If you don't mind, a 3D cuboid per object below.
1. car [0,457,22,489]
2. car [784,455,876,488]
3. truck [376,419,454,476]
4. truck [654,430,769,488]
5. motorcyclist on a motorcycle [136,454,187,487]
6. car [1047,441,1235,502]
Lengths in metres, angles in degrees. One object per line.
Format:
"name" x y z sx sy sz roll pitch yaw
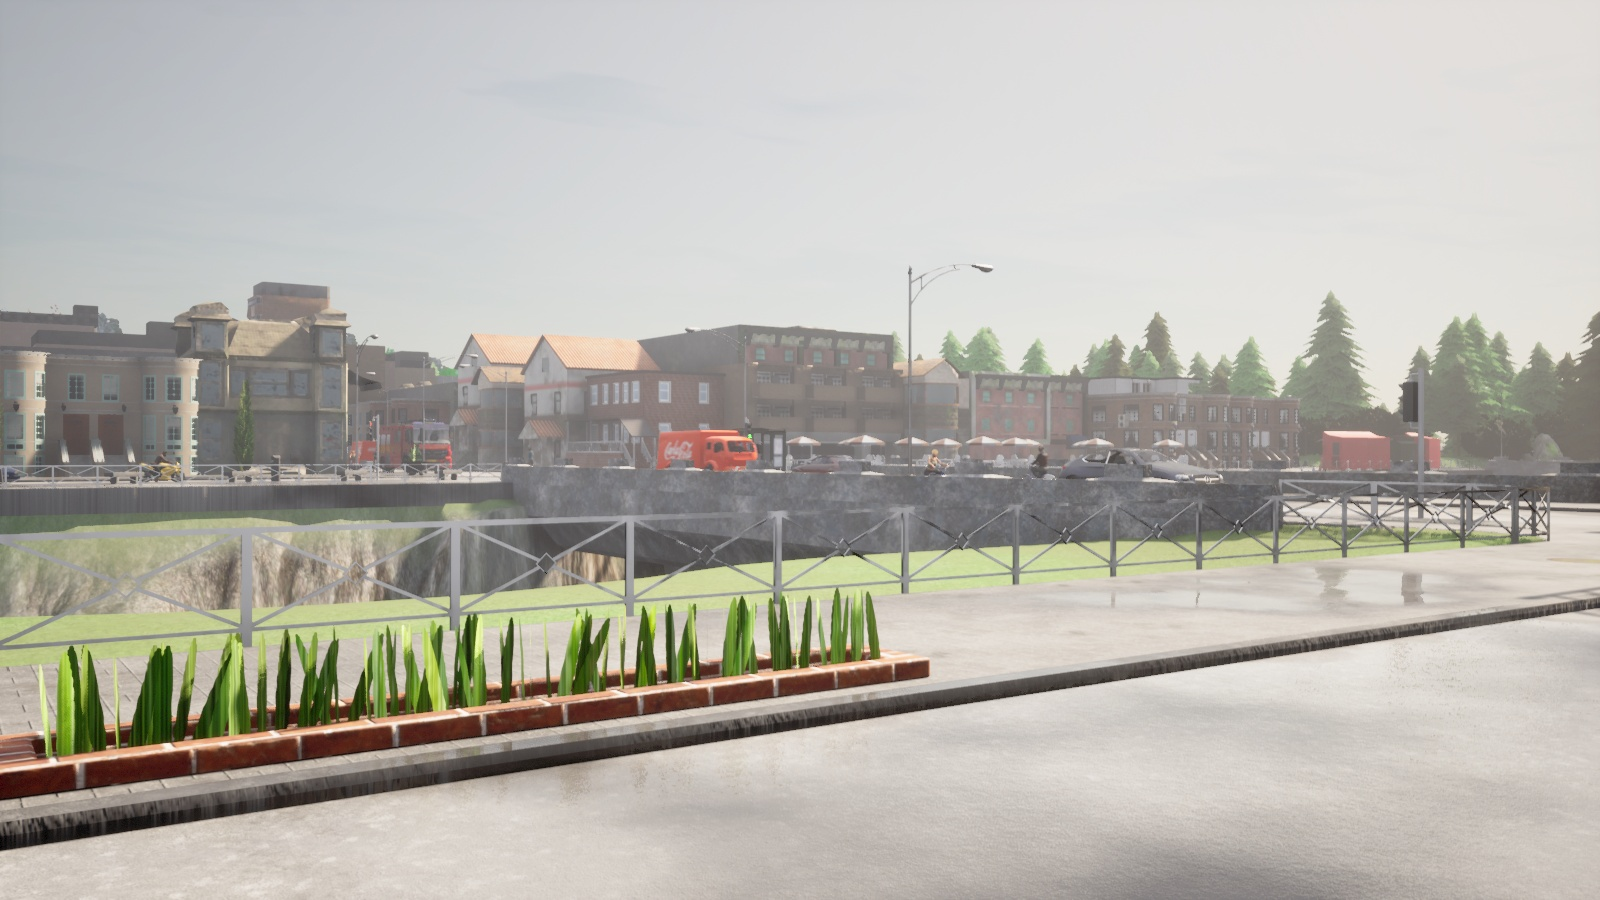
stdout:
"car" -36.646 1.002 53.960 5.357 1.411 2.033 0 0 -35
"car" 1.279 0.927 55.317 1.994 1.385 4.181 0 0 -35
"truck" -27.577 -0.154 89.724 2.891 3.827 8.468 0 0 -35
"truck" -3.968 0.393 55.748 2.627 2.467 5.204 0 0 -38
"motorcyclist on a motorcycle" -29.835 0.930 58.704 2.044 1.523 0.797 0 0 -35
"car" 9.723 0.579 36.207 2.152 1.651 5.027 0 0 -35
